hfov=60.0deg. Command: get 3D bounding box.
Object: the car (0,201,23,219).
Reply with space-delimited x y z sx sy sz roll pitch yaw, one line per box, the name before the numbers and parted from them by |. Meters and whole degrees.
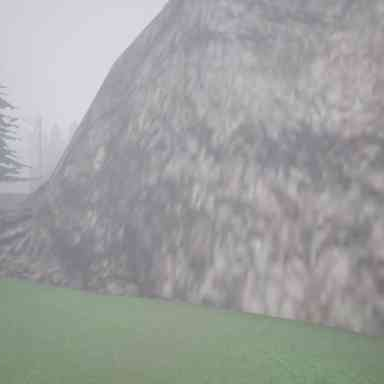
car | -16.156 1.491 26.671 2.128 1.511 4.902 0 0 29
